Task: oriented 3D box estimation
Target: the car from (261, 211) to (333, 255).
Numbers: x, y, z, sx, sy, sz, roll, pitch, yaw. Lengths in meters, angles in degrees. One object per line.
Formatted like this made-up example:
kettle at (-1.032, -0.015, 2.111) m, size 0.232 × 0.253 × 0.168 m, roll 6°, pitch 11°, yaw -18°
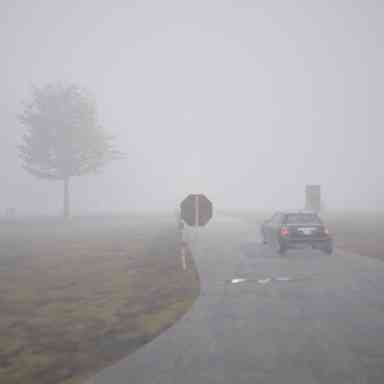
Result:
car at (4.416, 1.601, 14.739) m, size 2.097 × 1.767 × 4.553 m, roll -1°, pitch -1°, yaw 1°
